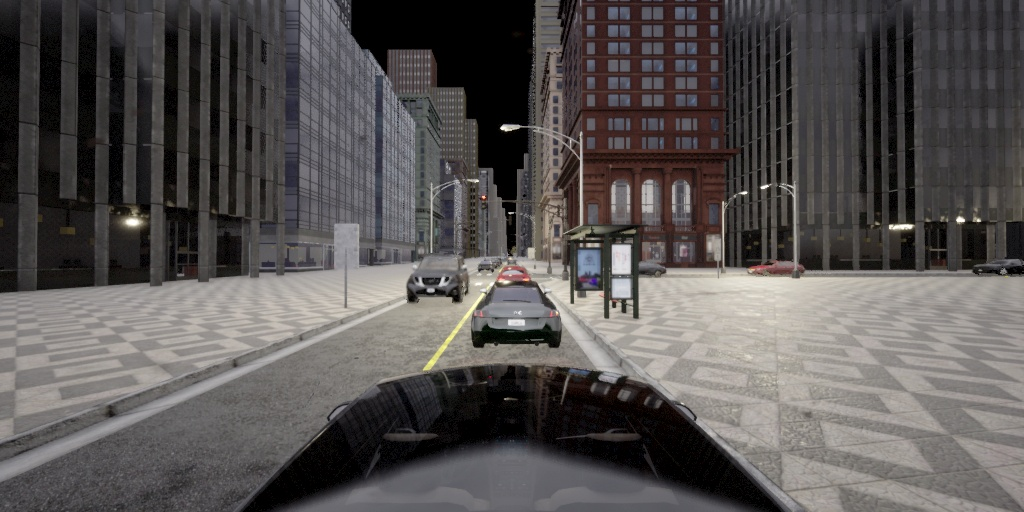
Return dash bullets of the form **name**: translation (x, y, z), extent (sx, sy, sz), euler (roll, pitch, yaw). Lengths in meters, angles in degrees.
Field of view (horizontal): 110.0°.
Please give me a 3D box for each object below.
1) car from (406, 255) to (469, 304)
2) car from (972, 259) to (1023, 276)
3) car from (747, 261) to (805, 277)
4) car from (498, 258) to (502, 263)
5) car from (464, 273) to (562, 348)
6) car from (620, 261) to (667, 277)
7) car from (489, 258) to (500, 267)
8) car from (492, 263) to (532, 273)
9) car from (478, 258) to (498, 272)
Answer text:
- **car**: translation (-3.220, 0.967, 16.628), extent (2.150, 2.045, 5.566), euler (0, 0, -2)
- **car**: translation (45.778, 1.049, 33.120), extent (5.008, 1.535, 1.882), euler (0, -1, 0)
- **car**: translation (24.441, 1.182, 33.215), extent (4.674, 1.442, 1.812), euler (-1, -1, 0)
- **car**: translation (-3.104, 1.162, 54.118), extent (2.128, 1.511, 4.902), euler (0, 0, 0)
- **car**: translation (0.097, 1.314, 9.257), extent (1.994, 1.385, 4.181), euler (0, 0, 0)
- **car**: translation (11.864, 1.225, 33.223), extent (4.674, 1.442, 1.812), euler (0, -1, -2)
- **car**: translation (-3.075, 1.146, 64.241), extent (1.837, 1.490, 4.892), euler (0, 0, 0)
- **car**: translation (0.114, 1.269, 19.092), extent (1.812, 1.442, 4.674), euler (0, 0, 1)
- **car**: translation (-3.100, 1.243, 44.190), extent (2.033, 1.411, 5.357), euler (0, 0, 0)
